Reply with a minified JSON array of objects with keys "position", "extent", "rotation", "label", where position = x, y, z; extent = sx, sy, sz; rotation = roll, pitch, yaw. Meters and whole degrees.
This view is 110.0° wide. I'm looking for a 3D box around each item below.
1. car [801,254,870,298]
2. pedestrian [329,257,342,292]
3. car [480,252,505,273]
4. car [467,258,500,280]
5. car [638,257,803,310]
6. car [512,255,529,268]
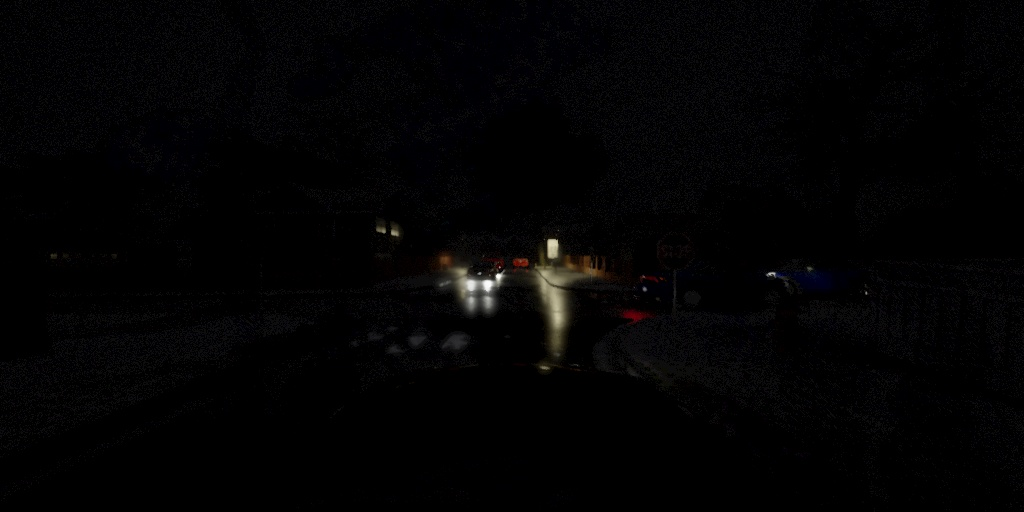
[{"position":[12.202,0.813,15.031],"extent":[4.553,1.767,2.097],"rotation":[-1,-1,2],"label":"car"},{"position":[-9.280,0.957,18.742],"extent":[0.375,1.860,0.375],"rotation":[0,0,2],"label":"pedestrian"},{"position":[-2.026,0.644,37.114],"extent":[2.150,2.045,5.566],"rotation":[0,0,1],"label":"car"},{"position":[-2.241,1.051,27.661],"extent":[1.994,1.385,4.181],"rotation":[0,0,2],"label":"car"},{"position":[6.922,0.943,12.442],"extent":[5.008,1.535,1.882],"rotation":[0,-3,-9],"label":"car"},{"position":[1.108,0.723,49.039],"extent":[2.097,1.767,4.553],"rotation":[0,0,-1],"label":"car"}]
